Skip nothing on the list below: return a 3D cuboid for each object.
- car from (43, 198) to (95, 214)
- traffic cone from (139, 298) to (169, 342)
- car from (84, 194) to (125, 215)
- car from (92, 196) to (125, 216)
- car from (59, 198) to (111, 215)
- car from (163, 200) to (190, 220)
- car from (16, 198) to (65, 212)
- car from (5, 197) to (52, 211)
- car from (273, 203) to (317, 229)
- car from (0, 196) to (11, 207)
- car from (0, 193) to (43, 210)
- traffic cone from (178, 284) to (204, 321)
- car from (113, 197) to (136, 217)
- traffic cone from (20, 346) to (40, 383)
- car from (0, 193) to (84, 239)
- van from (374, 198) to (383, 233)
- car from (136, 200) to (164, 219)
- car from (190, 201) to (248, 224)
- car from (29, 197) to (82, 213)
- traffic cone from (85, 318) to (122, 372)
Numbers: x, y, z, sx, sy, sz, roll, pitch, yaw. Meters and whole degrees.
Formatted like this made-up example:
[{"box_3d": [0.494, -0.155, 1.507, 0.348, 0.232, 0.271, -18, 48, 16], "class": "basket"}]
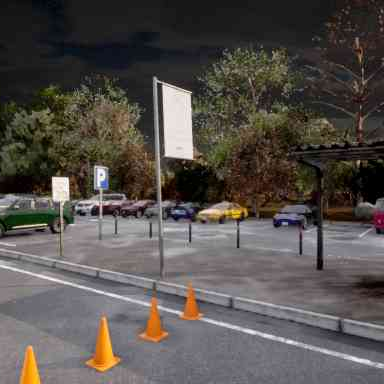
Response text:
[{"box_3d": [-13.404, 1.454, 36.474, 2.097, 1.535, 5.008, 0, 0, 35], "class": "car"}, {"box_3d": [-0.591, 1.957, 5.202, 0.340, 0.580, 0.340, 0, 0, 35], "class": "traffic cone"}, {"box_3d": [-8.876, 1.212, 33.261, 2.435, 2.045, 5.566, 0, 0, 35], "class": "car"}, {"box_3d": [-6.586, 1.466, 31.693, 2.097, 1.535, 5.008, 0, 0, 35], "class": "car"}, {"box_3d": [-11.132, 1.461, 34.876, 2.231, 1.521, 4.892, 0, 0, 35], "class": "car"}, {"box_3d": [0.239, 1.504, 26.923, 2.163, 1.488, 4.792, 0, 0, 35], "class": "car"}, {"box_3d": [-17.958, 1.468, 39.646, 2.163, 1.488, 4.792, 0, 0, 35], "class": "car"}, {"box_3d": [-20.201, 1.451, 41.295, 2.163, 1.488, 4.792, 0, 0, 35], "class": "car"}, {"box_3d": [7.018, 1.513, 22.085, 2.163, 1.488, 4.792, 0, 0, 35], "class": "car"}, {"box_3d": [-29.192, 1.332, 47.810, 1.946, 1.575, 5.366, 1, 0, 35], "class": "car"}, {"box_3d": [-22.502, 1.153, 42.843, 2.435, 2.045, 5.566, 0, 0, 35], "class": "car"}, {"box_3d": [-0.016, 1.957, 6.018, 0.340, 0.580, 0.340, 0, 0, 36], "class": "traffic cone"}, {"box_3d": [-4.315, 1.469, 30.096, 2.097, 1.535, 5.008, 0, 0, 35], "class": "car"}, {"box_3d": [-1.741, 1.957, 3.570, 0.340, 0.580, 0.340, 0, 0, 35], "class": "traffic cone"}, {"box_3d": [-8.875, 1.220, 17.272, 2.435, 2.045, 5.566, 0, 0, 35], "class": "car"}, {"box_3d": [11.642, 1.264, 19.012, 1.878, 1.987, 4.442, 0, 0, 35], "class": "van"}, {"box_3d": [-2.044, 1.473, 28.500, 2.231, 1.521, 4.892, 0, 0, 35], "class": "car"}, {"box_3d": [2.386, 1.474, 25.151, 1.946, 1.575, 5.366, 0, 0, 35], "class": "car"}, {"box_3d": [-15.567, 1.444, 38.227, 1.946, 1.575, 5.366, 0, 0, 35], "class": "car"}, {"box_3d": [-1.166, 1.957, 4.386, 0.340, 0.580, 0.340, 0, 0, 35], "class": "traffic cone"}]
